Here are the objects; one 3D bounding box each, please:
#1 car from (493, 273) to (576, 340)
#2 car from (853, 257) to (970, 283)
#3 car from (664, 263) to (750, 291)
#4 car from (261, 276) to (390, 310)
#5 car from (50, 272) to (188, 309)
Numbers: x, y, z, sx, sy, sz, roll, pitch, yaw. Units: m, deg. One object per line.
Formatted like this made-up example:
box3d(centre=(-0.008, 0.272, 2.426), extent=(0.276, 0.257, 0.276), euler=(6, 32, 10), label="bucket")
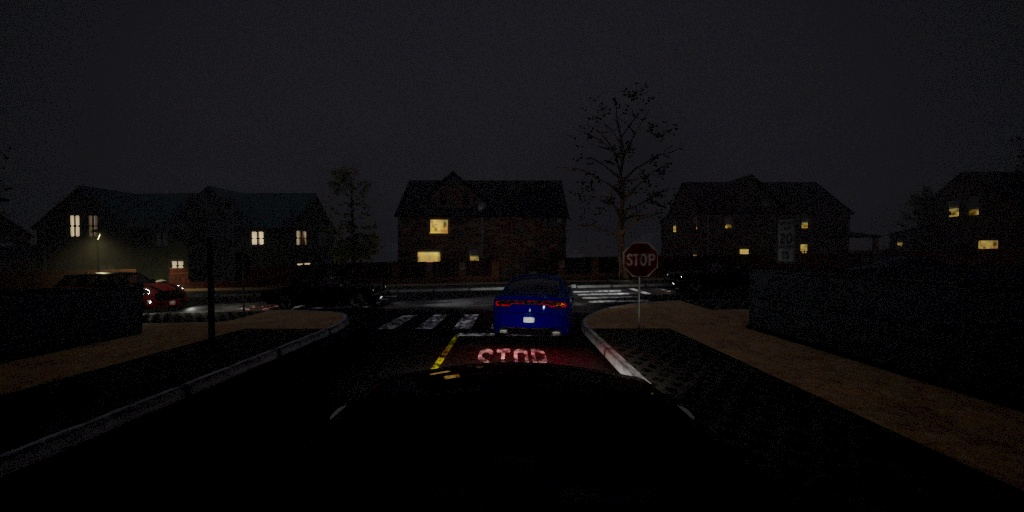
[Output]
box3d(centre=(0.784, 1.226, 10.165), extent=(1.882, 1.535, 5.008), euler=(0, 0, 10), label="car")
box3d(centre=(20.051, 0.753, 18.342), extent=(5.357, 1.411, 2.033), euler=(-1, 1, 0), label="car")
box3d(centre=(10.406, 1.034, 18.303), extent=(4.718, 1.301, 1.895), euler=(-1, 1, -1), label="car")
box3d(centre=(-7.815, 1.506, 15.371), extent=(4.718, 1.301, 1.895), euler=(-1, 1, 0), label="car")
box3d(centre=(-16.803, 1.472, 15.360), extent=(4.553, 1.767, 2.097), euler=(-1, 1, 0), label="car")
